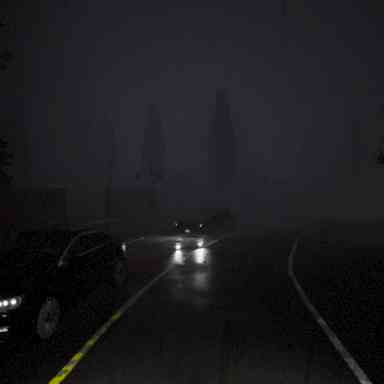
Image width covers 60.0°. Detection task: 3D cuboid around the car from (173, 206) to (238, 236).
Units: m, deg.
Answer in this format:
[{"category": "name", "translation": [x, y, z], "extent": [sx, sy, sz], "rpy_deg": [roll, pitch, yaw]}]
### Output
[{"category": "car", "translation": [0.970, 1.528, 18.713], "extent": [2.033, 1.411, 5.357], "rpy_deg": [0, 0, 27]}]

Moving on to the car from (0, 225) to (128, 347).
[{"category": "car", "translation": [-2.800, 1.484, 6.609], "extent": [2.128, 1.511, 4.902], "rpy_deg": [0, 0, 10]}]
